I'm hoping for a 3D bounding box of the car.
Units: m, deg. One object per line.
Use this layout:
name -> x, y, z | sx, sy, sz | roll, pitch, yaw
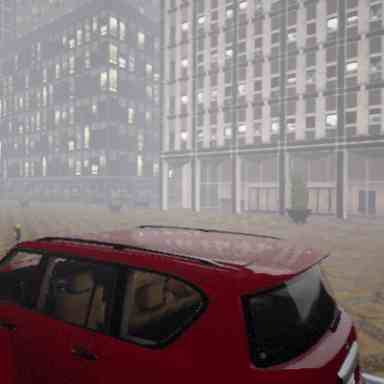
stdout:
car -> -0.932, 1.303, 3.531 | 5.009, 1.841, 2.192 | 0, 0, 36
